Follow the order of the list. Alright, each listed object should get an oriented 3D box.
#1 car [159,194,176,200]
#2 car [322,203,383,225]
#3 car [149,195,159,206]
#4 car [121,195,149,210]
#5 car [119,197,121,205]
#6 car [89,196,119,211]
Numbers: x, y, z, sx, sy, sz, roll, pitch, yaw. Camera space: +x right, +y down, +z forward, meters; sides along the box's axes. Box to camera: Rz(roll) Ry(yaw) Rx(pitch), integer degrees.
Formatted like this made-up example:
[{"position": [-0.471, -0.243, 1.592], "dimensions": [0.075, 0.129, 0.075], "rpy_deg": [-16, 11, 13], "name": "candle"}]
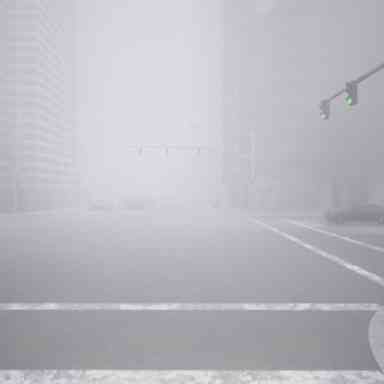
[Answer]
[{"position": [-6.354, 1.364, 83.388], "dimensions": [4.892, 1.490, 1.837], "rpy_deg": [0, 0, 0], "name": "car"}, {"position": [11.641, 1.503, 23.379], "dimensions": [4.674, 1.442, 1.812], "rpy_deg": [0, 0, 1], "name": "car"}, {"position": [-7.098, 1.299, 54.536], "dimensions": [2.097, 1.767, 4.553], "rpy_deg": [0, 0, 0], "name": "car"}, {"position": [-7.107, 1.311, 41.902], "dimensions": [2.097, 1.767, 4.553], "rpy_deg": [0, 0, 0], "name": "car"}, {"position": [-10.608, 1.301, 53.180], "dimensions": [2.097, 1.767, 4.553], "rpy_deg": [0, 0, 0], "name": "car"}, {"position": [-10.612, 1.509, 39.512], "dimensions": [2.033, 1.411, 5.357], "rpy_deg": [0, 0, 0], "name": "car"}]
